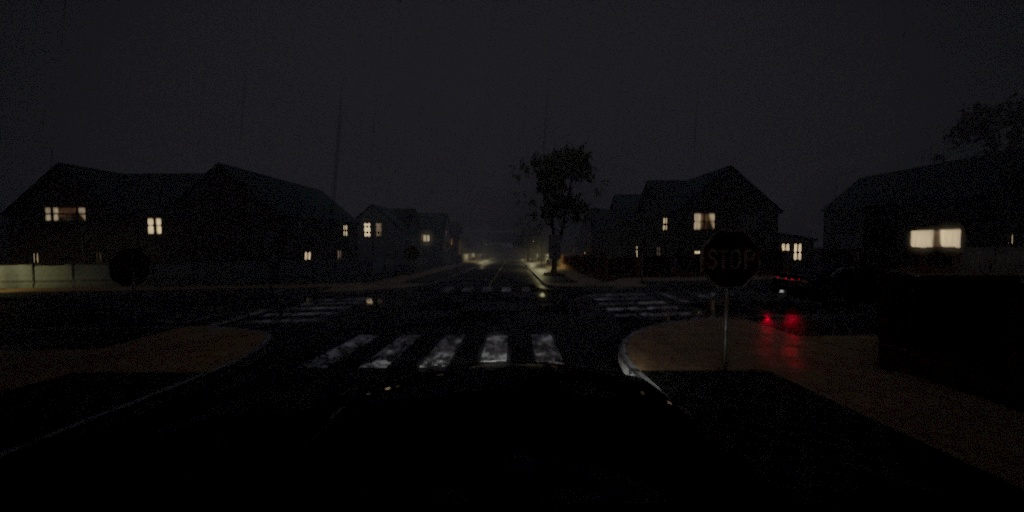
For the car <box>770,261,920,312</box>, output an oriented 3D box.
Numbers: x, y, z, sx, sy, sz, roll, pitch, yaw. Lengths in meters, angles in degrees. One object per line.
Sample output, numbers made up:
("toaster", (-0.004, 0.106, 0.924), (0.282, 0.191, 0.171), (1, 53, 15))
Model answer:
("car", (11.431, 0.931, 11.976), (4.902, 1.511, 2.128), (-1, 2, 0))
